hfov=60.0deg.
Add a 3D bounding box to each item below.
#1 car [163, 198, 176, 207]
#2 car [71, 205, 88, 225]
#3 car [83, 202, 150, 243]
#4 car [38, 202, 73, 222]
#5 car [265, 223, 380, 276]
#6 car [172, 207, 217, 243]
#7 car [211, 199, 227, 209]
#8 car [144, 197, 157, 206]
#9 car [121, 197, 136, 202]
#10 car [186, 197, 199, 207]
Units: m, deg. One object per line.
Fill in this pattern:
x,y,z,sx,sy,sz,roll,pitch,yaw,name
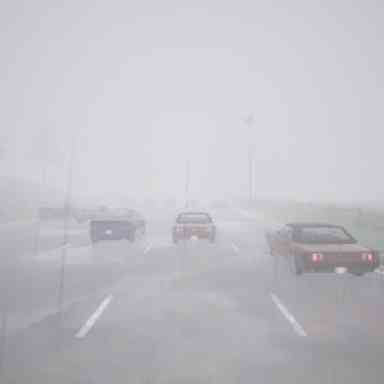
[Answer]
-3.421,1.564,50.575,2.033,1.411,5.357,0,0,0,car
-6.906,1.619,24.392,1.895,1.301,4.718,0,0,0,car
-3.406,1.487,16.062,1.882,1.535,5.008,0,0,0,car
-10.409,1.503,26.576,1.882,1.535,5.008,0,0,0,car
3.592,1.596,10.235,1.895,1.301,4.718,0,0,0,car
0.094,1.604,16.057,1.895,1.301,4.718,0,0,0,car
3.587,1.603,45.113,1.895,1.301,4.718,0,0,0,car
-6.946,1.530,55.701,1.837,1.490,4.892,0,0,0,car
-10.444,1.523,55.194,2.128,1.511,4.902,0,0,0,car
0.074,1.535,50.983,1.812,1.442,4.674,0,0,0,car
